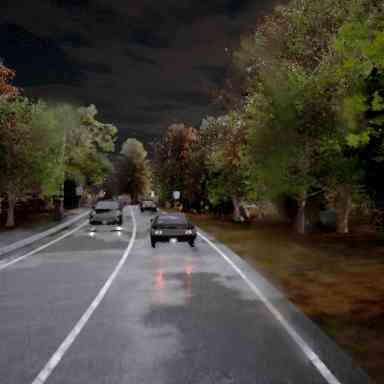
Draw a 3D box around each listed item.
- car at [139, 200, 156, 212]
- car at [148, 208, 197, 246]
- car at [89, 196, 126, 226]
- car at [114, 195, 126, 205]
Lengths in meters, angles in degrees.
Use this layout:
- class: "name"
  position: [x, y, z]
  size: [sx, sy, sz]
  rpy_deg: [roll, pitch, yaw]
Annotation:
- class: "car"
  position: [-5.276, 1.609, 39.772]
  size: [2.033, 1.411, 5.357]
  rpy_deg: [1, 0, -11]
- class: "car"
  position: [-0.999, 1.638, 15.425]
  size: [1.895, 1.301, 4.718]
  rpy_deg: [0, 0, -7]
- class: "car"
  position: [-5.939, 1.362, 23.525]
  size: [2.097, 1.767, 4.553]
  rpy_deg: [1, 0, -10]
- class: "car"
  position: [-13.724, 1.615, 63.891]
  size: [2.097, 1.767, 4.553]
  rpy_deg: [1, -2, -11]
